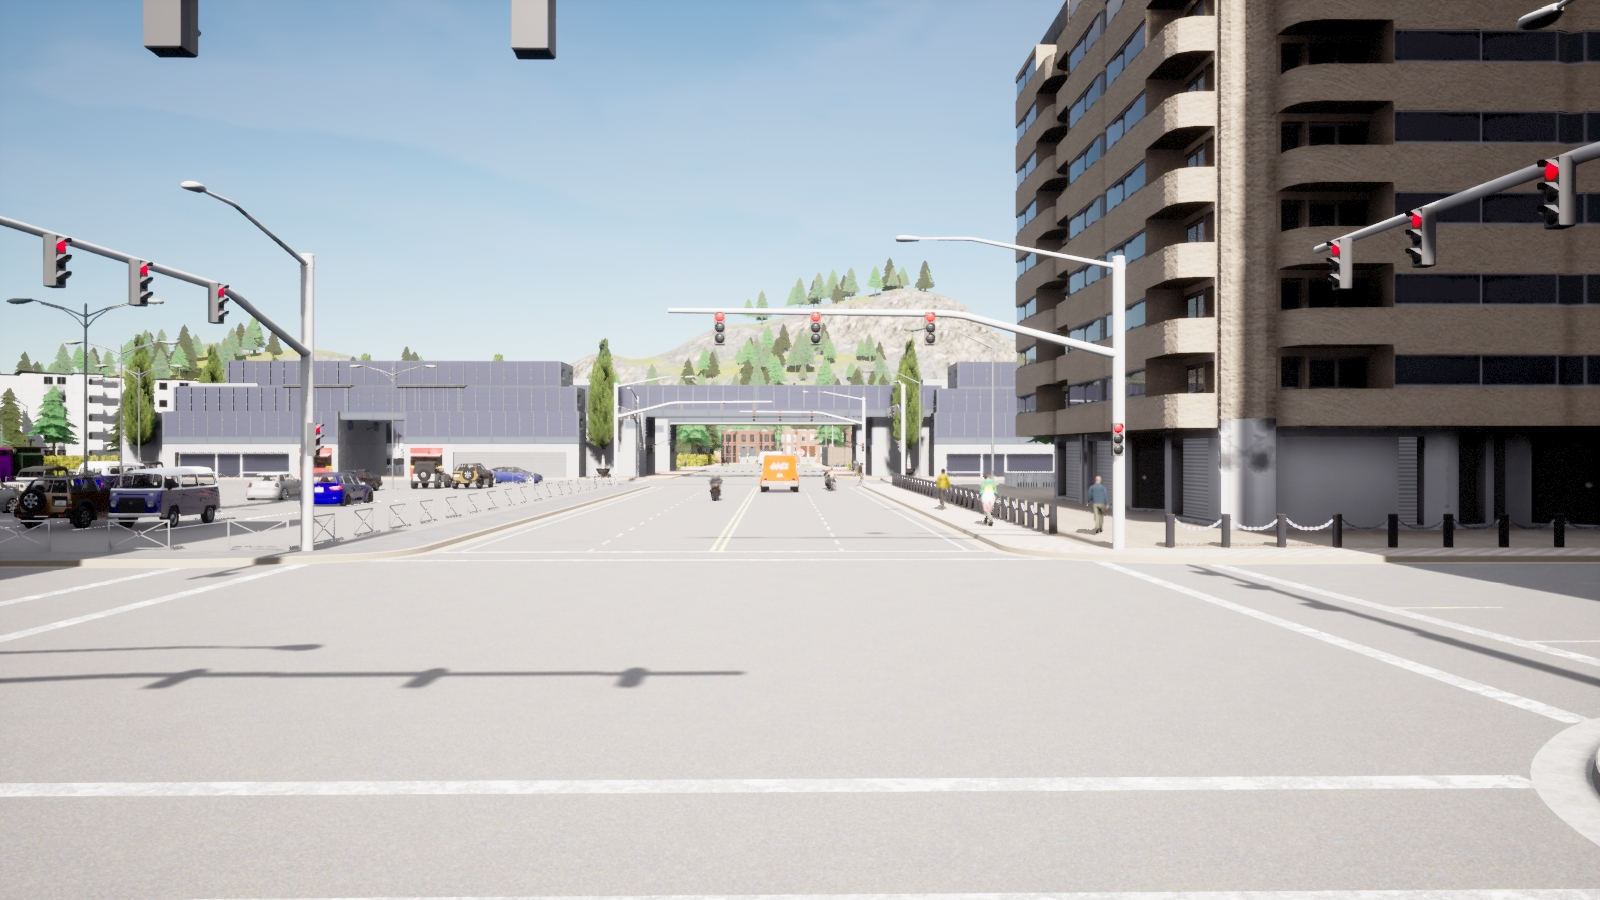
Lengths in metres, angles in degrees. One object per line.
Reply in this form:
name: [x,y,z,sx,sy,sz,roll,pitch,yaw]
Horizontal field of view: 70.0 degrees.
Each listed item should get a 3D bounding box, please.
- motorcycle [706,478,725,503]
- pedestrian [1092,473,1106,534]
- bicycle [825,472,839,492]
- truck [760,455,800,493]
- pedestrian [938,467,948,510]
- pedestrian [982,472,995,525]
motorcycle: [-4.614,2.205,62.525,0.867,1.251,2.209,0,0,-1]
pedestrian: [9.215,1.648,35.236,0.375,1.860,0.375,0,0,22]
bicycle: [2.134,2.158,77.288,0.859,1.276,1.487,0,0,-1]
truck: [-1.366,1.564,77.071,2.627,2.467,5.204,0,0,-1]
pedestrian: [6.304,1.695,50.449,0.375,1.860,0.375,0,0,-2]
pedestrian: [6.600,1.695,39.954,0.375,1.860,0.375,0,0,-6]
